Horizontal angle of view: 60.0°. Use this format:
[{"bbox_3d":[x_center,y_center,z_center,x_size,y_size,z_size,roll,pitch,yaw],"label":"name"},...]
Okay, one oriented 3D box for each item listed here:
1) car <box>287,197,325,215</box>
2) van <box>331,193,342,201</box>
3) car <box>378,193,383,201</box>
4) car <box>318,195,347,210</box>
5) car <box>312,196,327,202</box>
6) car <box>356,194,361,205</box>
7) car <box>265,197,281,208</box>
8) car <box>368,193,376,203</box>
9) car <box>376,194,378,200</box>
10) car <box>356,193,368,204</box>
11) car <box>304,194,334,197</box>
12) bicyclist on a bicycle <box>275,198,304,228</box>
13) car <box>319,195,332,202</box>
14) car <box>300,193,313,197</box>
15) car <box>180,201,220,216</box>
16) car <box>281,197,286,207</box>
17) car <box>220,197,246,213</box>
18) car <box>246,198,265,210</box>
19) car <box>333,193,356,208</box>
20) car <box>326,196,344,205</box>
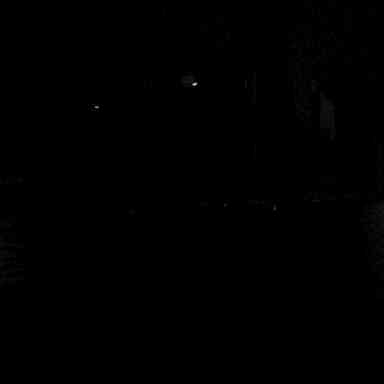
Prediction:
[{"bbox_3d":[10.820,1.425,31.468,1.947,1.339,4.313,0,0,35],"label":"car"},{"bbox_3d":[35.966,1.187,82.667,1.690,1.788,3.998,-1,0,35],"label":"van"},{"bbox_3d":[42.965,1.359,77.795,1.802,1.307,4.206,-1,0,35],"label":"car"},{"bbox_3d":[17.249,1.378,40.734,1.887,1.381,4.507,0,0,35],"label":"car"},{"bbox_3d":[26.324,1.419,68.766,1.947,1.339,4.313,0,0,35],"label":"car"},{"bbox_3d":[23.678,1.378,49.999,1.947,1.339,4.313,0,0,35],"label":"car"},{"bbox_3d":[10.152,1.427,45.458,1.752,1.417,4.829,0,0,35],"label":"car"},{"bbox_3d":[33.321,1.100,63.899,2.192,1.841,5.009,0,0,35],"label":"car"},{"bbox_3d":[36.633,1.303,68.670,1.752,1.417,4.829,-1,0,35],"label":"car"},{"bbox_3d":[26.891,1.118,54.633,2.192,1.841,5.009,0,0,35],"label":"car"},{"bbox_3d":[17.398,1.337,45.456,2.128,1.511,4.902,-1,0,35],"label":"car"},{"bbox_3d":[5.339,1.177,18.373,1.656,1.620,0.582,-1,0,35],"label":"bicyclist on a bicycle"},{"bbox_3d":[29.538,1.428,73.398,1.802,1.307,4.206,0,0,35],"label":"car"},{"bbox_3d":[19.893,1.416,59.499,1.887,1.381,4.507,0,0,35],"label":"car"},{"bbox_3d":[0.605,1.525,31.699,1.802,1.307,4.206,0,0,35],"label":"car"},{"bbox_3d":[13.464,1.456,50.233,1.947,1.339,4.313,0,0,35],"label":"car"},{"bbox_3d":[3.818,1.367,36.332,1.967,1.590,4.097,0,0,35],"label":"car"},{"bbox_3d":[7.034,1.495,40.965,1.802,1.307,4.206,0,0,35],"label":"car"},{"bbox_3d":[20.463,1.137,45.368,2.192,1.841,5.009,0,0,35],"label":"car"},{"bbox_3d":[23.261,1.354,53.908,1.812,1.442,4.674,-1,0,35],"label":"car"}]
